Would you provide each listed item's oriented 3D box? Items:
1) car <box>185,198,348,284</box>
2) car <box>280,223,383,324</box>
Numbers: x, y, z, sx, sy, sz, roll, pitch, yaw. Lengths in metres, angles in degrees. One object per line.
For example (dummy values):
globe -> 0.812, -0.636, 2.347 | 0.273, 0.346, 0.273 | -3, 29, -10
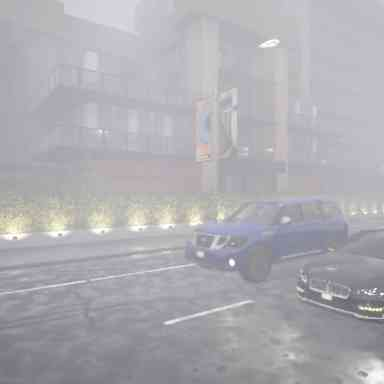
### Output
car -> 2.478, 1.222, 9.999 | 5.566, 2.045, 2.150 | 0, 0, -35
car -> 4.242, 1.505, 6.957 | 4.892, 1.490, 1.837 | 0, 0, -35
